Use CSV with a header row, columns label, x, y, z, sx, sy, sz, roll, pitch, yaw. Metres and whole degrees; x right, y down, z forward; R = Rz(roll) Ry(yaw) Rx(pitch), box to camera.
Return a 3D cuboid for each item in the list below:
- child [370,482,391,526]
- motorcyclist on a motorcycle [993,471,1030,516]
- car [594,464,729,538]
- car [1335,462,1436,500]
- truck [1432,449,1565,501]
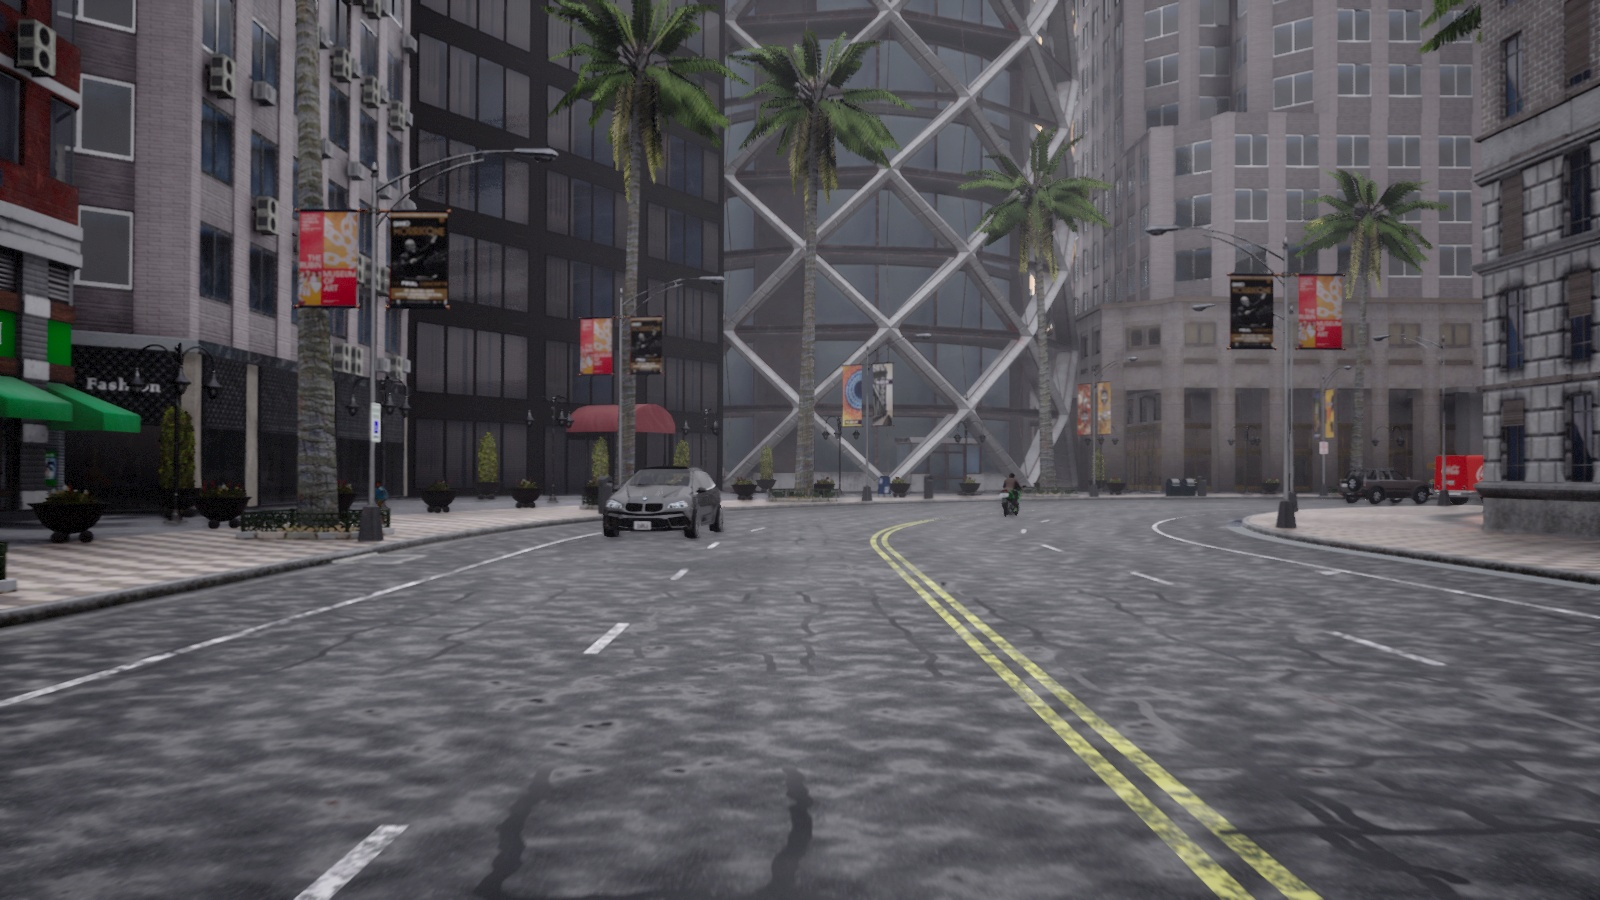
label,x,y,z,sx,sy,sz,roll,pitch,yaw
child,-11.419,1.470,34.210,0.343,1.192,0.448,-1,-1,19
motorcyclist on a motorcycle,7.350,1.494,43.535,0.797,1.523,2.044,-1,-1,23
car,-3.258,1.184,30.572,2.242,1.667,4.611,0,-1,7
car,29.912,1.584,64.206,4.605,1.855,1.932,1,-1,-18
truck,34.203,1.222,61.593,5.204,2.467,2.627,0,-1,-11
